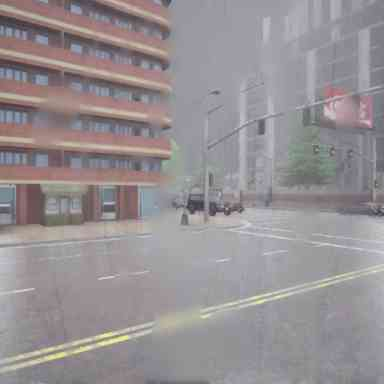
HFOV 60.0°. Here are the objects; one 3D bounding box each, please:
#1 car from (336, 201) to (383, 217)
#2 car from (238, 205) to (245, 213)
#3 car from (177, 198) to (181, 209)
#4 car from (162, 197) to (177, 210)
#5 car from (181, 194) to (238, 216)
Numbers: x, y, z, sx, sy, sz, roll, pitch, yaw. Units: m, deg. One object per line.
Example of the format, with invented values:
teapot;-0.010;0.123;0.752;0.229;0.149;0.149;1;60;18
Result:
car;15.777;1.564;31.290;1.994;1.385;4.181;0;0;-35
car;3.562;1.601;36.187;1.895;1.301;4.718;0;0;-35
car;-2.180;1.491;44.394;2.128;1.511;4.902;0;0;-35
car;-4.259;1.352;41.259;2.097;1.767;4.553;0;0;-35
car;1.639;1.222;32.829;2.150;2.045;5.566;0;0;-35
